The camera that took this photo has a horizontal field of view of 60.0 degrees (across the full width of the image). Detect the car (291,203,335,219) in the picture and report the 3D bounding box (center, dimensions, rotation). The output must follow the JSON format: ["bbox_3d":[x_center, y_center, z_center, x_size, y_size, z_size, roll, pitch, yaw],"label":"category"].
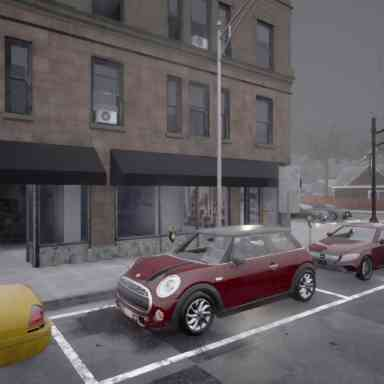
[{"bbox_3d":[8.758,1.622,27.052,1.812,1.442,4.674,0,0,-36],"label":"car"}]

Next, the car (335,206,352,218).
[{"bbox_3d":[11.528,1.658,28.764,1.994,1.385,4.181,0,0,-36],"label":"car"}]

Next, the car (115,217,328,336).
[{"bbox_3d":[0.576,1.440,6.602,4.097,1.590,1.967,0,0,-36],"label":"car"}]

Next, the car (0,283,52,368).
[{"bbox_3d":[-4.050,1.525,3.290,4.829,1.417,1.752,0,0,-36],"label":"car"}]

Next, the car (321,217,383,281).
[{"bbox_3d":[5.063,1.582,9.815,4.206,1.307,1.802,0,0,-36],"label":"car"}]
